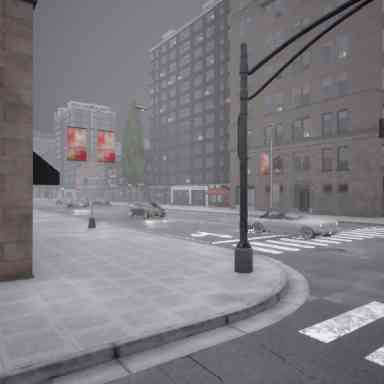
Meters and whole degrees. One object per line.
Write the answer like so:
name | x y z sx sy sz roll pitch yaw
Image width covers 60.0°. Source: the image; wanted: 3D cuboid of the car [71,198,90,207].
car | -19.046 1.782 56.618 1.994 1.385 4.181 0 0 -36

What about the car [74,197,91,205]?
car | -21.871 1.759 66.122 1.837 1.490 4.892 0 0 -36

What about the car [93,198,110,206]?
car | -15.932 1.713 57.846 2.128 1.511 4.902 0 0 -36

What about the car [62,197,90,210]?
car | -16.304 1.669 46.985 2.128 1.511 4.902 0 0 -35

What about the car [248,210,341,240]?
car | 5.149 1.639 17.424 1.895 1.301 4.718 0 0 -39

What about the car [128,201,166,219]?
car | -4.114 1.603 29.906 1.837 1.490 4.892 0 0 -36

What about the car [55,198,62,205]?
car | -25.246 1.803 65.242 2.033 1.411 5.357 0 0 -36
